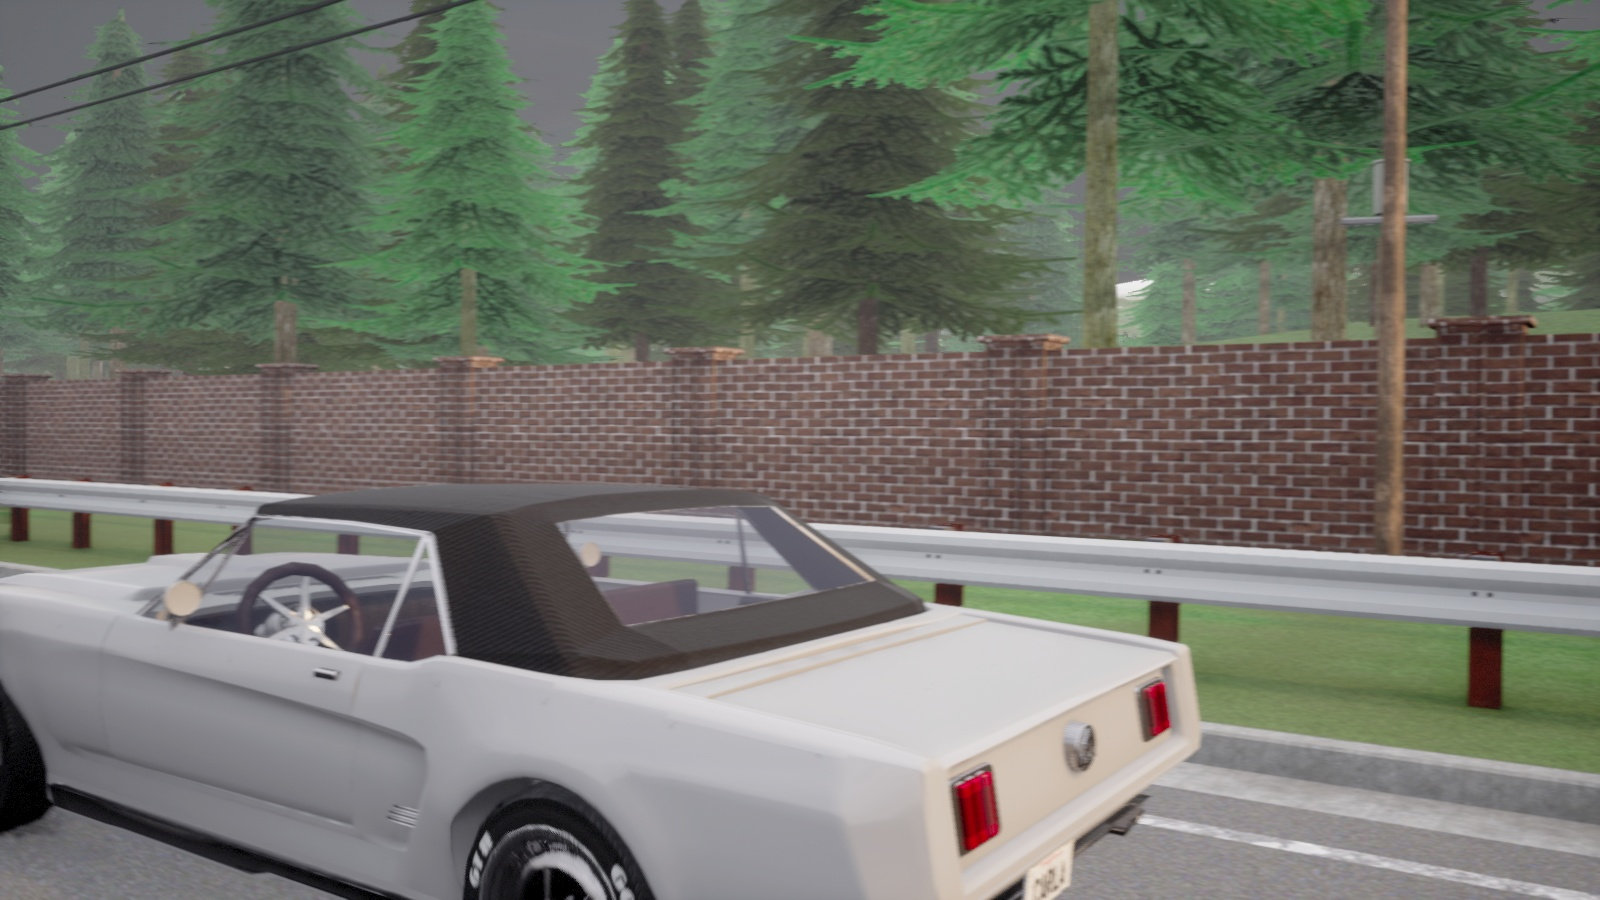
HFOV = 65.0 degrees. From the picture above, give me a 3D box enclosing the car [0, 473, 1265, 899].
[{"bbox_3d":[-1.075,0.783,4.339,4.718,1.301,1.895,0,1,34],"label":"car"}]
